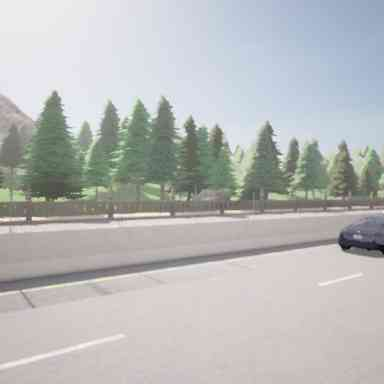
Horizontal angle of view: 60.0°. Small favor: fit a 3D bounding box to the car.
[{"bbox_3d":[7.960,1.698,13.833,4.181,1.385,1.994,1,0,-35],"label":"car"}]
